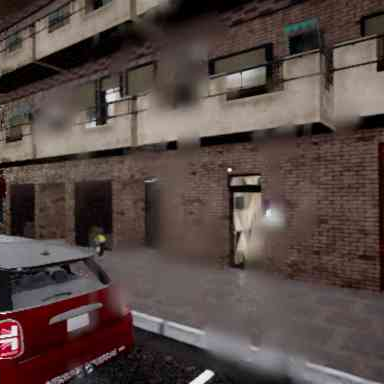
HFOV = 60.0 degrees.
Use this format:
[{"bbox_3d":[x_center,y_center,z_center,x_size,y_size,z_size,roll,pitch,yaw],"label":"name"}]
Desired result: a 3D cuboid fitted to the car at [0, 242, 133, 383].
[{"bbox_3d":[-2.816,1.436,4.743,4.097,1.590,1.967,0,-1,36],"label":"car"}]
